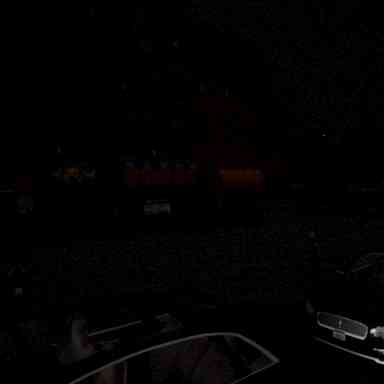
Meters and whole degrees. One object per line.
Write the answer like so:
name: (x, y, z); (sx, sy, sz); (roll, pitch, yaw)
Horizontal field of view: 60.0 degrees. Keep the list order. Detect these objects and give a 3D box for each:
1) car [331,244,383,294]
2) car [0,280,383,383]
car: (3.605, 1.551, 5.416); (4.403, 1.369, 2.008); (0, -2, -36)
car: (-0.827, 1.551, 2.246); (4.403, 1.369, 2.008); (0, -2, -36)
